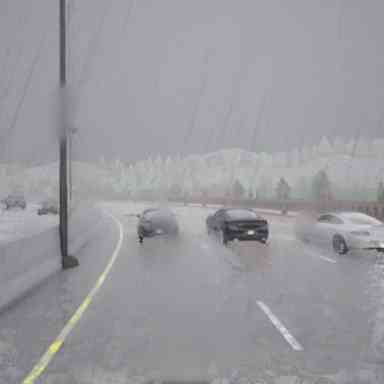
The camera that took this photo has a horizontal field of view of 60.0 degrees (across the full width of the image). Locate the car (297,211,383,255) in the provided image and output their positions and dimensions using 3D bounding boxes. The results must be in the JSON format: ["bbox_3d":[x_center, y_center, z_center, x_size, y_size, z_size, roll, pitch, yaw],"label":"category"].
[{"bbox_3d":[5.857,1.483,13.040,1.812,1.442,4.674,0,0,-8],"label":"car"}]

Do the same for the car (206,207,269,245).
[{"bbox_3d":[1.940,1.453,15.611,1.882,1.535,5.008,0,0,-9],"label":"car"}]

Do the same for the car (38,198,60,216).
[{"bbox_3d":[-13.863,1.397,32.606,2.097,1.767,4.553,0,0,-22],"label":"car"}]

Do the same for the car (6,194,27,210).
[{"bbox_3d":[-23.515,1.306,44.473,2.150,2.045,5.566,0,0,-31],"label":"car"}]

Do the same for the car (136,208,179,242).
[{"bbox_3d":[-1.739,1.520,16.328,1.812,1.442,4.674,0,0,-10],"label":"car"}]
